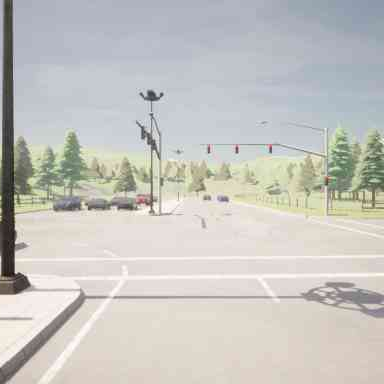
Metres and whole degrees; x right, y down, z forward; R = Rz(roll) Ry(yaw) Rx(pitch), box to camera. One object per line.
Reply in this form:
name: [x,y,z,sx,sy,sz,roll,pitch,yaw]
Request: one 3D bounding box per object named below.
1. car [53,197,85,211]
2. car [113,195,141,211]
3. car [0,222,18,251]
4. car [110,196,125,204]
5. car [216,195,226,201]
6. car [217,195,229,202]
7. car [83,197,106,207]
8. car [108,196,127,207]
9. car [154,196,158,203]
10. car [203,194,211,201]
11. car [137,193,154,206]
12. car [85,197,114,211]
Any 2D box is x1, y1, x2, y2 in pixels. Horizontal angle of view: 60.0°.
car: [-15.070,1.352,40.378,2.097,1.767,4.553,0,0,0]
car: [-8.064,1.477,41.751,1.882,1.535,5.008,0,0,0]
car: [-8.092,1.547,11.338,2.033,1.411,5.357,0,0,0]
car: [-14.952,1.559,67.024,1.994,1.385,4.181,0,0,0]
car: [7.320,1.525,84.279,2.128,1.511,4.902,0,0,2]
car: [7.095,1.478,73.875,1.882,1.535,5.008,0,0,1]
car: [-15.055,1.547,51.667,2.033,1.411,5.357,0,0,0]
car: [-11.553,1.477,52.052,1.882,1.535,5.008,0,0,0]
car: [-7.943,1.539,69.282,2.033,1.411,5.357,0,0,0]
car: [3.812,1.355,84.021,2.097,1.767,4.553,0,0,2]
car: [-8.050,1.221,54.250,2.150,2.045,5.566,0,0,0]
car: [-11.568,1.564,41.632,1.994,1.385,4.181,0,0,0]
